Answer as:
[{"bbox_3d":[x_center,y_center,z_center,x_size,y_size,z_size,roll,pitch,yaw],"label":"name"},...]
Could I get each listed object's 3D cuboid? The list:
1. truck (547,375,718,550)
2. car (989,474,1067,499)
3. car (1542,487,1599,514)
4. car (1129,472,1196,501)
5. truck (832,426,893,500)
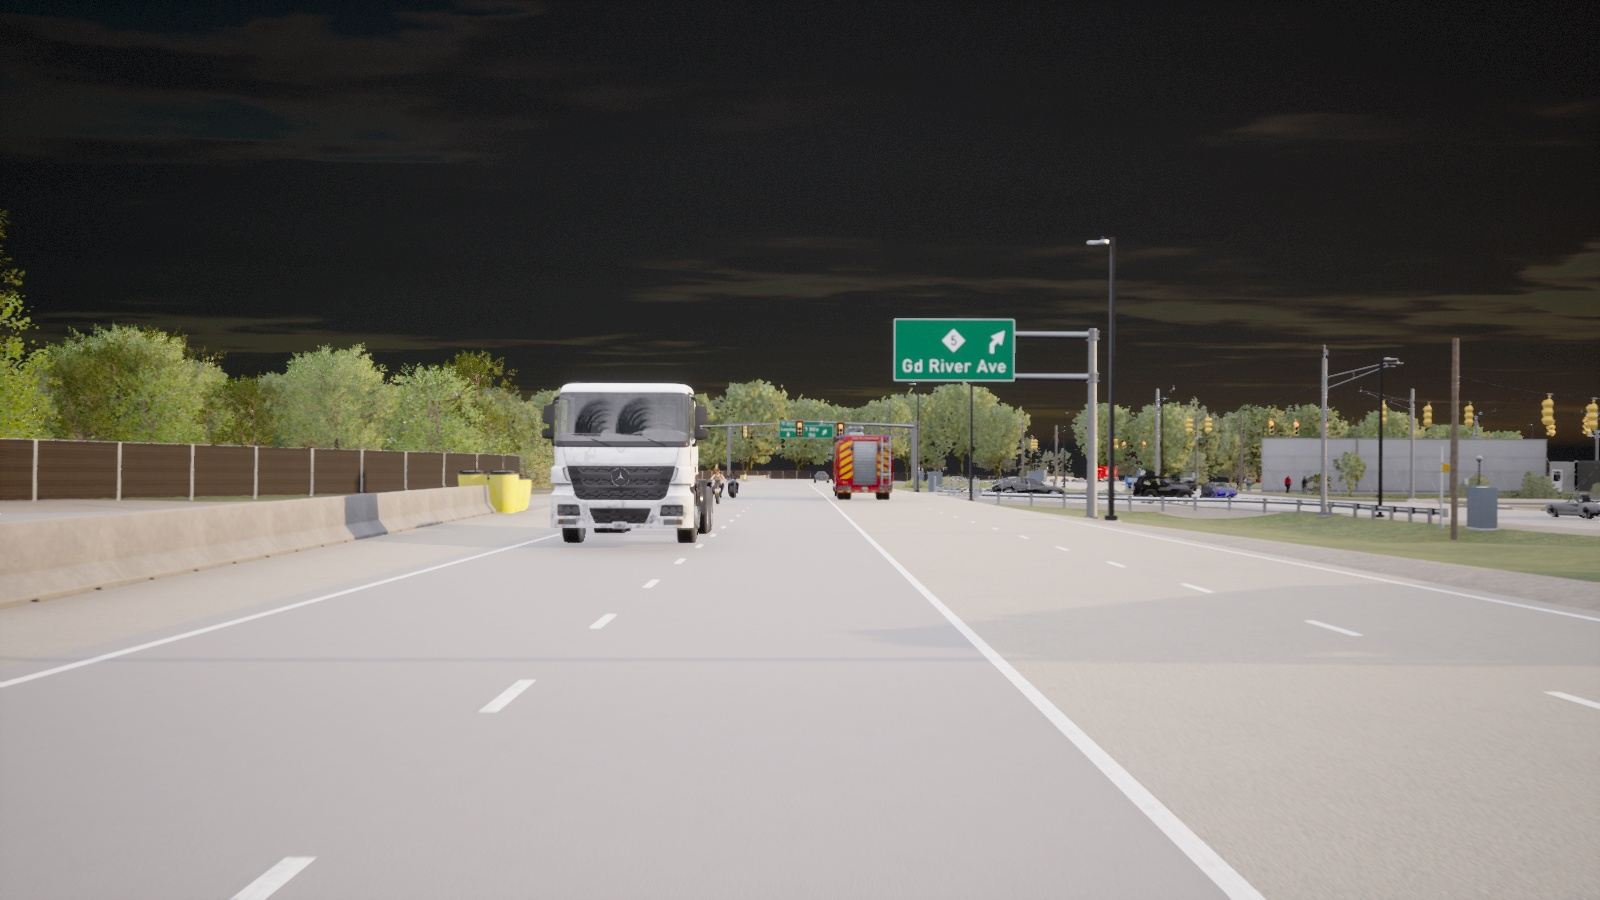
[{"bbox_3d":[-3.571,0.309,28.804,2.891,3.462,7.936,0,-1,0],"label":"truck"},{"bbox_3d":[15.120,2.403,83.422,4.792,1.488,2.163,2,-1,0],"label":"car"},{"bbox_3d":[41.518,2.651,66.247,1.895,1.301,4.718,0,-1,-1],"label":"car"},{"bbox_3d":[24.082,2.394,83.452,3.866,1.878,1.905,0,-1,0],"label":"car"},{"bbox_3d":[3.335,0.723,69.005,2.891,3.827,8.468,0,-1,0],"label":"truck"}]
